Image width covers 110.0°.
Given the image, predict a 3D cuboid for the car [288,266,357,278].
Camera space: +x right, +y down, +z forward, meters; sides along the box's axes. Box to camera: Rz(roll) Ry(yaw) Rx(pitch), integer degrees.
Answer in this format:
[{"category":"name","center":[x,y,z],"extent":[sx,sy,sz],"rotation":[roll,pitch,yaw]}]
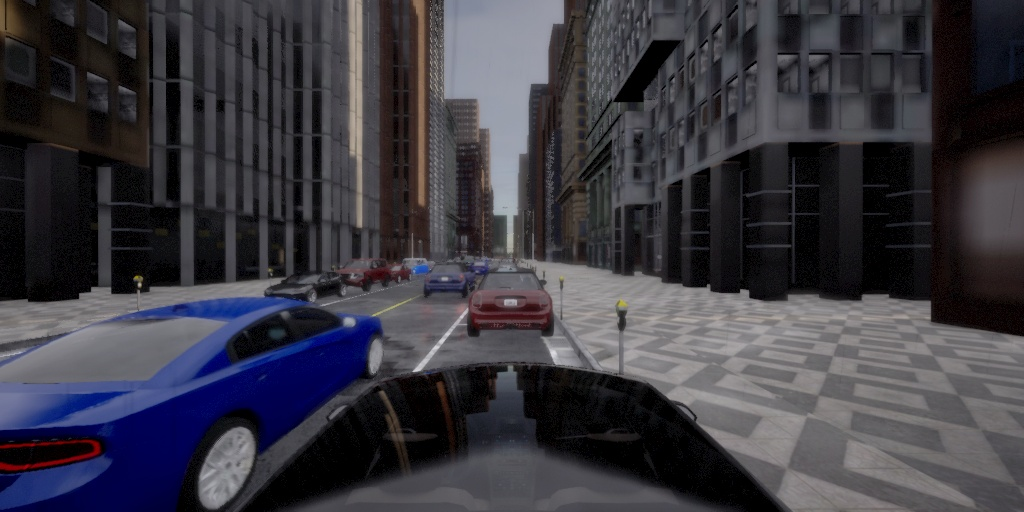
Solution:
[{"category":"car","center":[-8.908,1.315,15.920],"extent":[1.948,1.339,4.313],"rotation":[0,0,0]}]

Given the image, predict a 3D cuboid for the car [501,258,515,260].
[{"category":"car","center":[-0.383,1.188,27.203],"extent":[1.967,1.591,4.097],"rotation":[0,0,0]}]

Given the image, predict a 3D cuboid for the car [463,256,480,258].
[{"category":"car","center":[-6.153,0.975,49.955],"extent":[2.150,2.045,5.566],"rotation":[0,0,0]}]

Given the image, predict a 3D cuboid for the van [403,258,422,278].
[{"category":"van","center":[-8.908,1.089,32.830],"extent":[1.690,1.789,3.998],"rotation":[0,0,0]}]

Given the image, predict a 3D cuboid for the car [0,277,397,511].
[{"category":"car","center":[-3.146,1.227,4.234],"extent":[1.882,1.535,5.008],"rotation":[0,0,0]}]

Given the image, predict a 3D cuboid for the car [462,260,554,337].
[{"category":"car","center":[-0.033,1.102,10.470],"extent":[2.097,1.767,4.553],"rotation":[0,0,0]}]

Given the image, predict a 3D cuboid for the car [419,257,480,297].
[{"category":"car","center":[-3.127,1.100,18.886],"extent":[2.097,1.767,4.553],"rotation":[0,0,0]}]

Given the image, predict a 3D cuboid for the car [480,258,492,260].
[{"category":"car","center":[-3.120,1.226,34.701],"extent":[1.882,1.535,5.008],"rotation":[0,0,0]}]

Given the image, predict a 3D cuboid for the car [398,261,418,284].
[{"category":"car","center":[-8.908,1.294,27.194],"extent":[1.888,1.381,4.507],"rotation":[0,0,0]}]

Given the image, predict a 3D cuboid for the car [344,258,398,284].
[{"category":"car","center":[-8.908,1.064,21.556],"extent":[2.192,1.841,5.009],"rotation":[0,0,0]}]
